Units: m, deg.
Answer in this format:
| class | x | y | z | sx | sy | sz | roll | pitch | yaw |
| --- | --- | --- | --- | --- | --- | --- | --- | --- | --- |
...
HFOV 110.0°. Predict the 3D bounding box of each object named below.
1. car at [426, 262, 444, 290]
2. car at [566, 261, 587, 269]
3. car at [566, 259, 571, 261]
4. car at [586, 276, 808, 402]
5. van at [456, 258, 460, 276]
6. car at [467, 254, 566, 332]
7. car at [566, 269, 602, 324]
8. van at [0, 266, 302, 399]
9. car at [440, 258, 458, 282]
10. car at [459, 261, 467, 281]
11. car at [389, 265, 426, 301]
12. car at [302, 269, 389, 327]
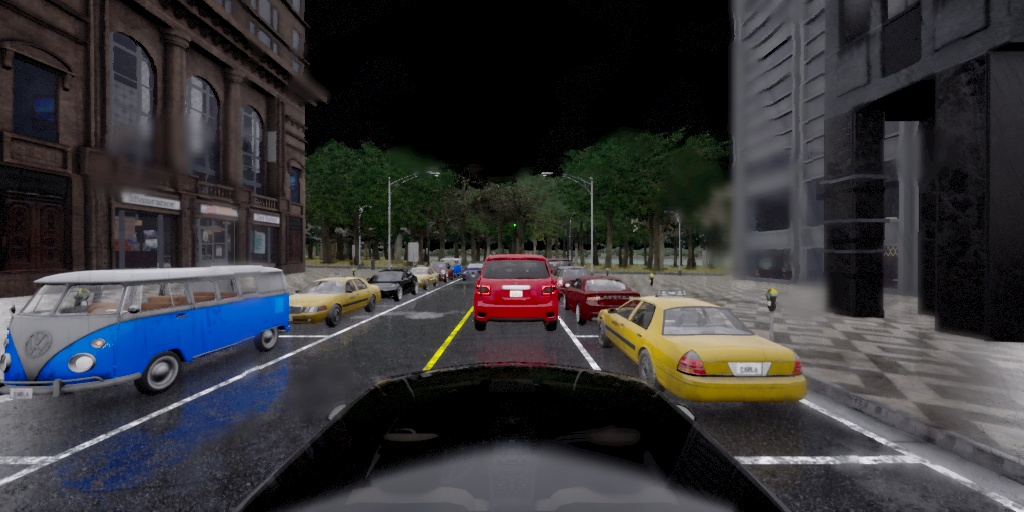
| class | x | y | z | sx | sy | sz | roll | pitch | yaw |
| --- | --- | --- | --- | --- | --- | --- | --- | --- | --- |
| car | -5.762 | 1.277 | 22.454 | 1.751 | 1.417 | 4.829 | 0 | 0 | 0 |
| car | 2.763 | 1.190 | 17.185 | 1.967 | 1.591 | 4.097 | 0 | 0 | 0 |
| car | 2.763 | 1.066 | 22.623 | 2.192 | 1.841 | 5.009 | 0 | 0 | 0 |
| car | 2.762 | 1.275 | 6.480 | 1.751 | 1.417 | 4.829 | 0 | 0 | 0 |
| van | -5.761 | 1.095 | 33.499 | 1.690 | 1.789 | 3.998 | 0 | 0 | 0 |
| car | 0.103 | 0.972 | 11.005 | 2.150 | 2.045 | 5.566 | 0 | 0 | 0 |
| car | 2.763 | 1.295 | 11.748 | 1.888 | 1.381 | 4.507 | 0 | 0 | 0 |
| van | -5.763 | 1.091 | 6.311 | 1.690 | 1.789 | 3.998 | 0 | 0 | 0 |
| car | -5.762 | 1.193 | 28.061 | 1.967 | 1.591 | 4.097 | 0 | 0 | 0 |
| car | -3.005 | 1.280 | 30.116 | 1.812 | 1.442 | 4.674 | 0 | 0 | 0 |
| car | -5.762 | 1.316 | 17.186 | 1.948 | 1.339 | 4.313 | 0 | 0 | 0 |
| car | -5.763 | 1.275 | 11.579 | 1.751 | 1.417 | 4.829 | 0 | 0 | 0 |
